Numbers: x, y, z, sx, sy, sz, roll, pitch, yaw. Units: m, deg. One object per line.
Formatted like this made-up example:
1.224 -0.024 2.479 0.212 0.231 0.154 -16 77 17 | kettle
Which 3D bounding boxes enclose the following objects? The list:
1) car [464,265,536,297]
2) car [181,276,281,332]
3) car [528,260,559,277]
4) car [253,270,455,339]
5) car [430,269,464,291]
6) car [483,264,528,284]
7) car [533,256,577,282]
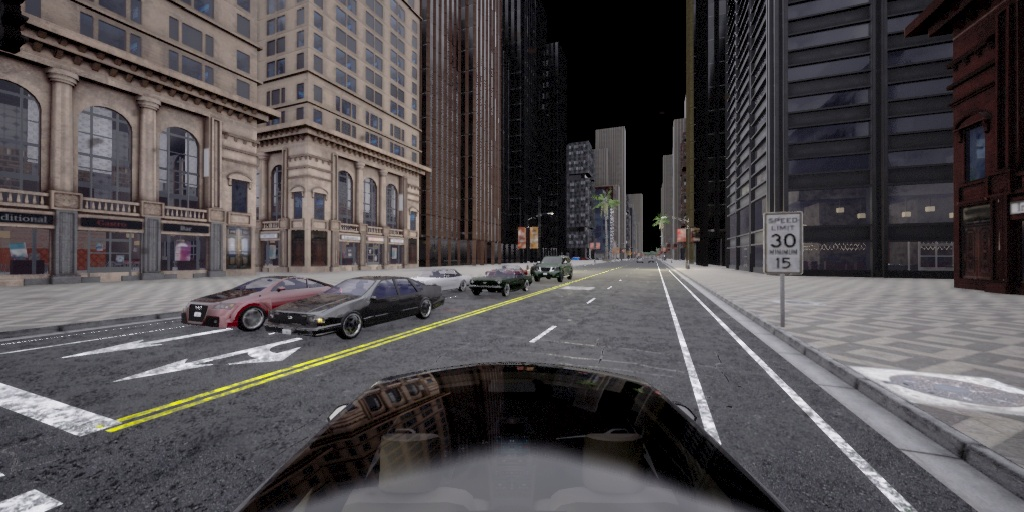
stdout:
-0.488 1.357 19.377 1.895 1.301 4.718 0 0 22 | car
-7.313 1.315 11.034 1.994 1.385 4.181 0 0 22 | car
3.443 1.250 37.889 1.882 1.535 5.008 0 0 22 | car
-4.042 1.299 10.471 2.033 1.411 5.357 0 0 22 | car
-4.070 1.356 19.173 1.895 1.301 4.718 0 0 22 | car
-0.376 1.363 28.424 1.895 1.301 4.718 0 0 22 | car
3.481 0.986 29.310 2.150 2.045 5.566 0 0 22 | car
